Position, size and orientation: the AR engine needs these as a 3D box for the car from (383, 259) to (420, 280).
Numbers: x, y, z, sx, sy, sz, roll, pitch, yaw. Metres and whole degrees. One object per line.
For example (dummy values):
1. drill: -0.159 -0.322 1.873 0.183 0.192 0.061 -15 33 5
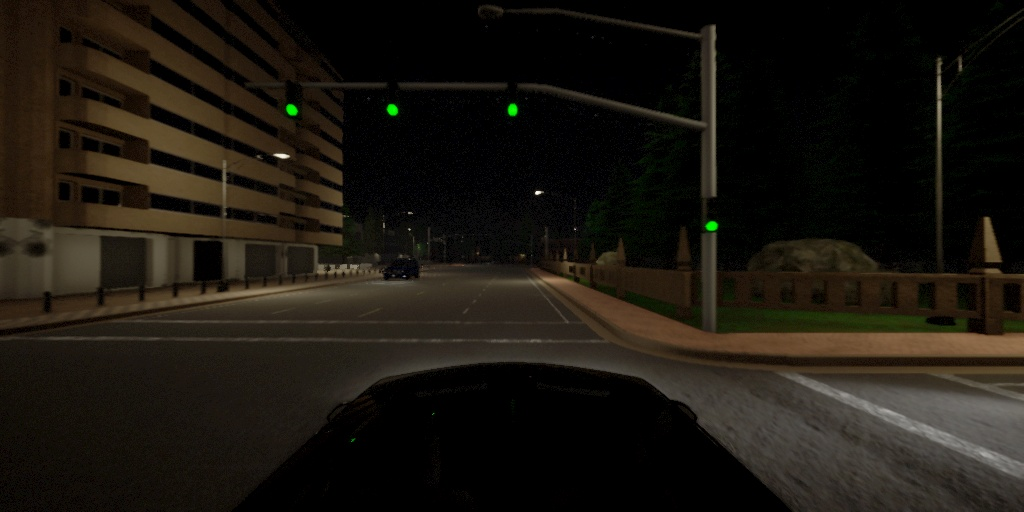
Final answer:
1. car: -10.520 1.337 34.580 2.150 2.045 5.566 0 1 0
